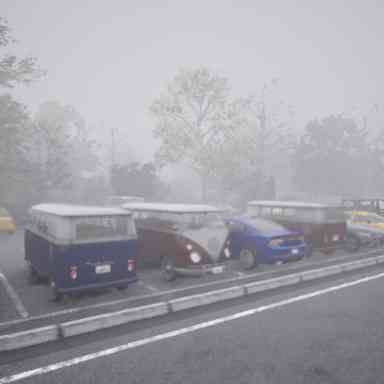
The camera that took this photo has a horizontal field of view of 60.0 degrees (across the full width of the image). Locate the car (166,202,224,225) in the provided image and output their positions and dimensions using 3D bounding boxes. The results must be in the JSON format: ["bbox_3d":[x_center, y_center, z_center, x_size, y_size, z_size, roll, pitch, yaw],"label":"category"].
[{"bbox_3d":[0.119,1.624,26.747,2.097,1.535,5.008,0,0,-36],"label":"car"}]

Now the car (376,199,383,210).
[{"bbox_3d":[29.485,1.859,47.712,2.231,1.521,4.892,0,0,-36],"label":"car"}]

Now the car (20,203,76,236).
[{"bbox_3d":[-8.910,1.551,20.284,2.097,1.535,5.008,1,0,-36],"label":"car"}]

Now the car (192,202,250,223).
[{"bbox_3d":[2.377,1.643,28.362,2.231,1.521,4.892,0,0,-36],"label":"car"}]

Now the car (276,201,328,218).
[{"bbox_3d":[11.431,1.742,34.786,2.163,1.488,4.792,0,0,-36],"label":"car"}]

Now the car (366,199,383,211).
[{"bbox_3d":[27.220,1.839,46.109,2.097,1.535,5.008,0,0,-36],"label":"car"}]

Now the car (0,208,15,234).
[{"bbox_3d":[-11.280,1.526,18.824,1.946,1.575,5.366,1,0,-36],"label":"car"}]

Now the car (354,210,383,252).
[{"bbox_3d":[6.128,1.652,14.962,2.002,1.452,4.674,0,0,-36],"label":"car"}]

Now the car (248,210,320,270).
[{"bbox_3d":[1.571,1.576,11.697,2.097,1.535,5.008,0,0,-36],"label":"car"}]

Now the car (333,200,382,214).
[{"bbox_3d":[20.451,1.783,41.260,2.097,1.535,5.008,0,0,-36],"label":"car"}]

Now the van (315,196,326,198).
[{"bbox_3d":[15.864,1.522,38.132,1.878,1.987,4.442,0,0,-36],"label":"van"}]

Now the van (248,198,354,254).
[{"bbox_3d":[3.782,1.368,13.426,1.878,1.987,4.442,0,0,-36],"label":"van"}]

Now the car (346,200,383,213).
[{"bbox_3d":[22.707,1.842,42.875,2.002,1.452,4.674,0,0,-36],"label":"car"}]

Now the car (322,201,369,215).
[{"bbox_3d":[18.190,1.806,39.647,2.002,1.452,4.674,0,0,-36],"label":"car"}]

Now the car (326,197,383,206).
[{"bbox_3d":[10.709,1.396,18.197,2.435,2.045,5.566,0,0,-36],"label":"car"}]

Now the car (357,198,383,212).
[{"bbox_3d":[24.947,1.695,44.517,2.185,1.767,4.553,0,0,-36],"label":"car"}]

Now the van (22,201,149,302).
[{"bbox_3d":[-3.063,1.309,8.536,1.878,1.987,4.442,1,0,-36],"label":"van"}]

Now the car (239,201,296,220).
[{"bbox_3d":[7.005,1.674,31.432,1.946,1.575,5.366,0,0,-36],"label":"car"}]

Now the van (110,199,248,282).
[{"bbox_3d":[-0.647,1.332,9.975,1.878,1.987,4.442,0,0,-36],"label":"van"}]

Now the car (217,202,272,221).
[{"bbox_3d":[4.622,1.689,29.993,2.163,1.488,4.792,0,0,-36],"label":"car"}]

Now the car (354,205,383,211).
[{"bbox_3d":[8.518,1.627,16.439,1.946,1.575,5.366,0,0,-36],"label":"car"}]

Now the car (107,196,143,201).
[{"bbox_3d":[-4.377,1.338,23.493,2.435,2.045,5.566,0,0,-36],"label":"car"}]

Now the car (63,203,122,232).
[{"bbox_3d":[-6.649,1.573,21.898,2.231,1.521,4.892,0,0,-36],"label":"car"}]
